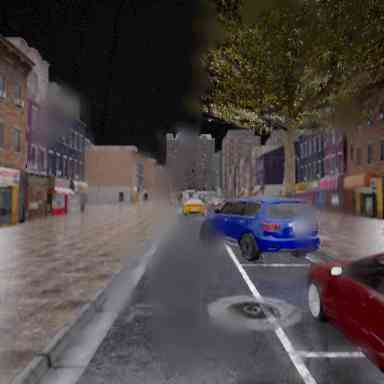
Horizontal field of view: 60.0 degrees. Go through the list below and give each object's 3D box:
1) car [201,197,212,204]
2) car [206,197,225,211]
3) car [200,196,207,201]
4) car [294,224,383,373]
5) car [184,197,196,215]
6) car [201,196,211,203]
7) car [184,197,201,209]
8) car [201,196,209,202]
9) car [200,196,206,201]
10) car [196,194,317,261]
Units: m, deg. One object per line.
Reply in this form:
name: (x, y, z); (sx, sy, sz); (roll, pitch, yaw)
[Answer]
car: (2.960, 1.648, 67.704); (1.947, 1.339, 4.313); (1, 0, 0)
car: (2.847, 1.435, 40.957); (1.967, 1.590, 4.097); (2, 0, 0)
car: (3.055, 1.803, 89.452); (1.947, 1.339, 4.313); (1, -1, 0)
car: (3.033, 1.470, 4.175); (1.882, 1.535, 5.008); (0, 0, 0)
car: (0.237, 1.461, 33.193); (1.882, 1.535, 5.008); (0, 0, 0)
car: (2.983, 1.680, 73.140); (1.947, 1.339, 4.313); (1, 0, 0)
car: (0.033, 1.482, 47.637); (2.128, 1.511, 4.902); (0, 1, -4)
car: (3.010, 1.677, 78.747); (1.752, 1.417, 4.829); (1, 0, 0)
car: (3.081, 1.814, 95.059); (1.752, 1.417, 4.829); (1, -1, 0)
car: (2.248, 1.206, 12.490); (2.150, 2.045, 5.566); (0, 0, -20)
